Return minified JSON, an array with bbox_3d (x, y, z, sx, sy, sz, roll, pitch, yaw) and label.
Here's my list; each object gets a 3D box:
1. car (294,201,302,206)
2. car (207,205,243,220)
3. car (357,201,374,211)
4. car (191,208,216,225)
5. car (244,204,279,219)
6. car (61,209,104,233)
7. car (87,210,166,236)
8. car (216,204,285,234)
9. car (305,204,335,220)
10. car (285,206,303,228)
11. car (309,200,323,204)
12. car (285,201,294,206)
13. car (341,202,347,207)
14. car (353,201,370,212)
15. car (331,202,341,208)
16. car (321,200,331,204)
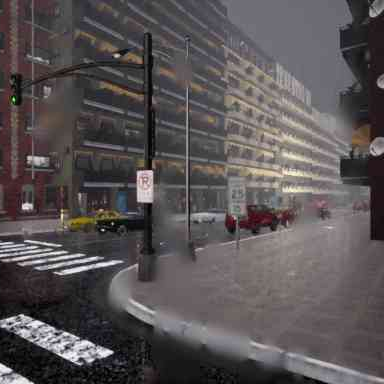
[{"bbox_3d":[16.624,2.340,54.607,2.192,1.841,5.009,-1,-2,35],"label":"car"},{"bbox_3d":[3.634,2.164,36.042,1.887,1.381,4.507,-1,-2,35],"label":"car"},{"bbox_3d":[33.241,2.621,63.788,2.192,1.841,5.009,-1,-2,35],"label":"car"},{"bbox_3d":[1.915,2.093,29.048,1.895,1.301,4.718,0,-1,35],"label":"car"},{"bbox_3d":[7.889,2.171,37.560,2.128,1.511,4.902,0,-1,35],"label":"car"},{"bbox_3d":[-6.209,1.834,21.984,1.752,1.417,4.829,-1,-2,35],"label":"car"},{"bbox_3d":[-3.830,1.911,20.841,1.895,1.301,4.718,0,-1,35],"label":"car"},{"bbox_3d":[4.009,1.711,22.033,2.192,1.841,5.009,-1,-2,35],"label":"car"},{"bbox_3d":[13.755,2.284,35.944,1.802,1.307,4.206,-1,-2,35],"label":"car"},{"bbox_3d":[7.259,2.043,26.666,1.887,1.381,4.507,-1,-2,35],"label":"car"},{"bbox_3d":[23.122,2.770,63.881,1.887,1.381,4.507,-1,-2,35],"label":"car"},{"bbox_3d":[13.279,2.446,49.822,1.752,1.417,4.829,-1,-2,35],"label":"car"},{"bbox_3d":[39.364,3.281,87.080,1.947,1.339,4.313,-1,-2,35],"label":"car"},{"bbox_3d":[29.992,2.522,59.148,2.192,1.841,5.009,-1,-2,35],"label":"car"},{"bbox_3d":[32.866,3.066,77.800,1.887,1.381,4.507,-1,-2,35],"label":"car"},{"bbox_3d":[26.368,2.640,68.525,2.192,1.841,5.009,-1,-2,35],"label":"car"}]
